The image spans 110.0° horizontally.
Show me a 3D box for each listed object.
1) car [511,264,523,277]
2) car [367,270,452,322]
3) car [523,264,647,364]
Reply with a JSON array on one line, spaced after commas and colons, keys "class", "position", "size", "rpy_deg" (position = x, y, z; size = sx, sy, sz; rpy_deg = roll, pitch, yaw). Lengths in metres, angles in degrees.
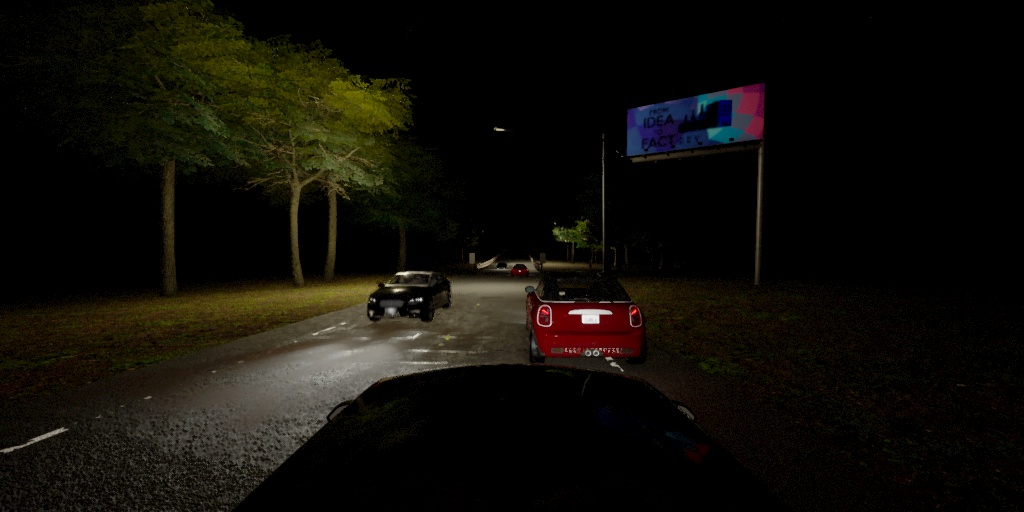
[{"class": "car", "position": [0.923, 1.670, 41.305], "size": [1.994, 1.385, 4.181], "rpy_deg": [0, -1, 2]}, {"class": "car", "position": [-3.347, 1.270, 12.490], "size": [2.128, 1.511, 4.902], "rpy_deg": [0, 0, 1]}, {"class": "car", "position": [1.394, 1.113, 8.282], "size": [2.097, 1.767, 4.553], "rpy_deg": [0, 0, 1]}]
